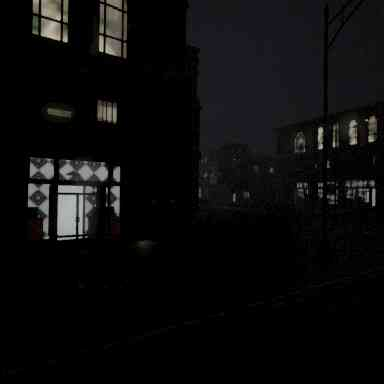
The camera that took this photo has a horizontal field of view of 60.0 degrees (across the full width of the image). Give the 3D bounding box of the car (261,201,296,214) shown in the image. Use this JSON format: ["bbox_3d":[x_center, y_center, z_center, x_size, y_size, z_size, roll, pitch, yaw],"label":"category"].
[{"bbox_3d":[9.443,1.622,36.634,2.008,1.369,4.403,1,-1,-27],"label":"car"}]

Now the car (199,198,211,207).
[{"bbox_3d":[1.376,1.619,52.117,1.887,1.381,4.507,1,-1,-27],"label":"car"}]
